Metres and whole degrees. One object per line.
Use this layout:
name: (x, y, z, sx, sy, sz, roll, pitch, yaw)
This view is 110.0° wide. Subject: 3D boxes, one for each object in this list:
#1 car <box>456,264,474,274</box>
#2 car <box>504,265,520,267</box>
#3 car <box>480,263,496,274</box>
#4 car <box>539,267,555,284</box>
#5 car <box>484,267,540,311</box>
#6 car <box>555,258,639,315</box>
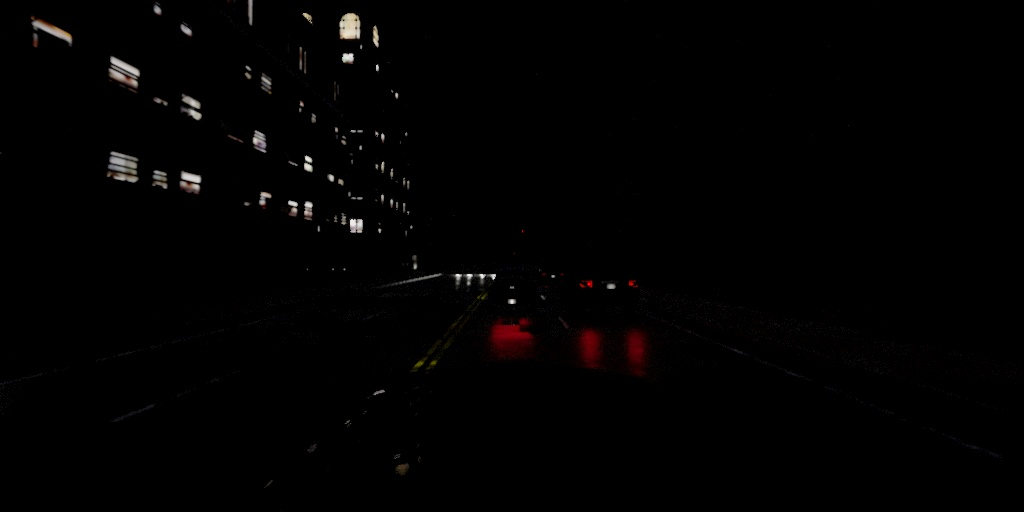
car: (-6.536, 1.781, 50.012, 1.812, 1.442, 4.674, 0, -1, 0)
car: (0.016, 1.530, 31.076, 1.882, 1.535, 5.008, 0, 0, 0)
car: (-3.282, 1.768, 50.404, 1.837, 1.490, 4.892, 0, -1, 0)
car: (3.262, 1.610, 30.323, 1.994, 1.385, 4.181, 0, -1, 0)
car: (0.014, 1.396, 15.342, 1.837, 1.490, 4.892, 0, 0, 0)
car: (3.255, 1.105, 14.404, 2.150, 2.045, 5.566, 0, 0, 0)
